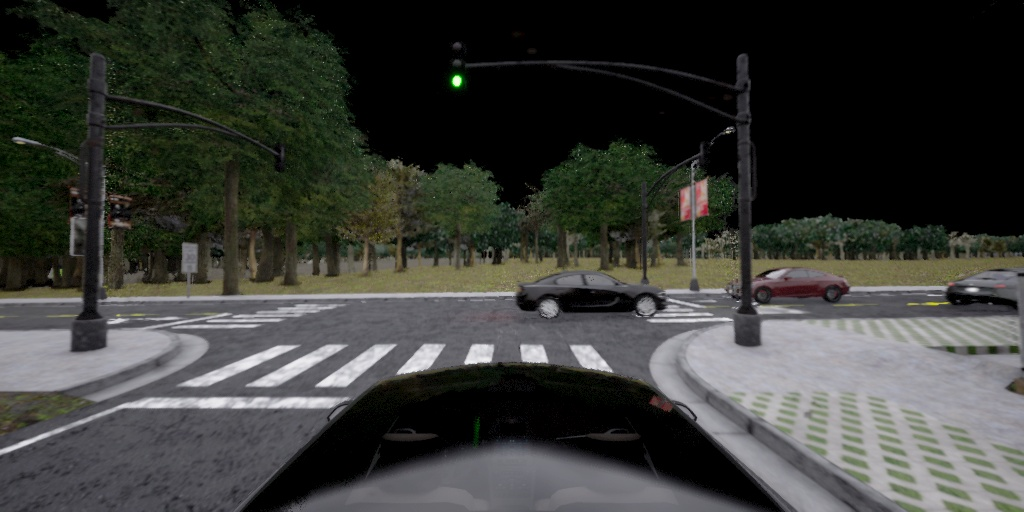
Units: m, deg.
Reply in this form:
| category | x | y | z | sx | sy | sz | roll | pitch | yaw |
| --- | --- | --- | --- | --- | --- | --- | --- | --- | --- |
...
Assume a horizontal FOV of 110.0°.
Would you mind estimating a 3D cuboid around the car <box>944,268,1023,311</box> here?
| category | x | y | z | sx | sy | sz | roll | pitch | yaw |
| --- | --- | --- | --- | --- | --- | --- | --- | --- | --- |
| car | 17.510 | 1.082 | 12.088 | 4.181 | 1.385 | 1.994 | -1 | -2 | 0 |

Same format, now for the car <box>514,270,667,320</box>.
| category | x | y | z | sx | sy | sz | roll | pitch | yaw |
| --- | --- | --- | --- | --- | --- | --- | --- | --- | --- |
| car | 2.576 | 1.217 | 12.103 | 5.008 | 1.535 | 1.882 | -1 | -1 | 0 |

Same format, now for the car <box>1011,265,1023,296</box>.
| category | x | y | z | sx | sy | sz | roll | pitch | yaw |
| --- | --- | --- | --- | --- | --- | --- | --- | --- | --- |
| car | 25.589 | 1.045 | 15.426 | 5.357 | 1.411 | 2.033 | -1 | -2 | 0 |

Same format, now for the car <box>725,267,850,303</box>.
| category | x | y | z | sx | sy | sz | roll | pitch | yaw |
| --- | --- | --- | --- | --- | --- | --- | --- | --- | --- |
| car | 11.754 | 1.213 | 15.446 | 4.674 | 1.442 | 1.812 | -1 | -2 | 0 |
